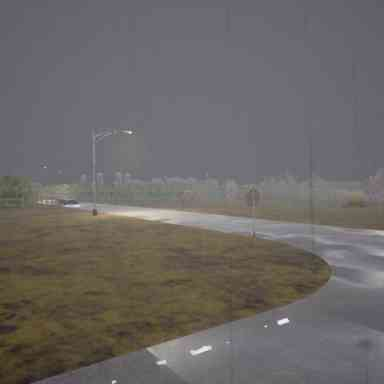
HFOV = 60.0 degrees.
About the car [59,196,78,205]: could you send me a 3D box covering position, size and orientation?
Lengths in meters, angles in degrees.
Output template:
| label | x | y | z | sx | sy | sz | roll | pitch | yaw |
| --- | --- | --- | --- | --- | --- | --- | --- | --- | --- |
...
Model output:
| label | x | y | z | sx | sy | sz | roll | pitch | yaw |
| --- | --- | --- | --- | --- | --- | --- | --- | --- | --- |
| car | -18.618 | 1.242 | 49.976 | 1.994 | 1.385 | 4.181 | -1 | 1 | -35 |
